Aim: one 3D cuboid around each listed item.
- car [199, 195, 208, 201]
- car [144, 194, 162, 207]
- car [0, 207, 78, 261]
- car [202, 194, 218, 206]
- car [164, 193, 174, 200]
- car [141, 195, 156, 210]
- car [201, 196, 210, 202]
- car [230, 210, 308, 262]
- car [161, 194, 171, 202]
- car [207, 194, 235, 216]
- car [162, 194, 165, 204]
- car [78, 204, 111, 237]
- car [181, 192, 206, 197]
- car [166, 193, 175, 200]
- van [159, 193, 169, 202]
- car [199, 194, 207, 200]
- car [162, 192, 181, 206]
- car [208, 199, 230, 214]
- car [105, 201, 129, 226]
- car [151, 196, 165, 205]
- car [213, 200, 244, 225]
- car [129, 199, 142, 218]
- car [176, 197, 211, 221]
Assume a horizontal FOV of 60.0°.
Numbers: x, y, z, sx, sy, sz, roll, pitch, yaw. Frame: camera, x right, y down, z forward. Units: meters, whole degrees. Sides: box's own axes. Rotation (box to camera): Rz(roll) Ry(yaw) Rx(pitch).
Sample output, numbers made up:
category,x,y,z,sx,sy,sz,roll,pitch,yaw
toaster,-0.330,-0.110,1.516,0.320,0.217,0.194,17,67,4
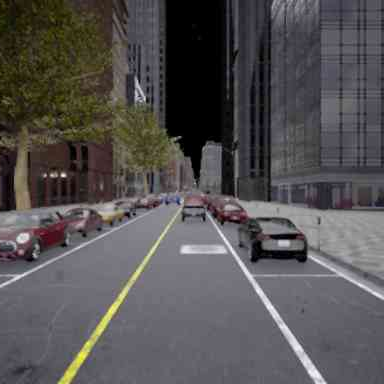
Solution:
category,x,y,z,sx,sy,sz,roll,pitch,yaw
car,2.774,1.380,79.423,1.887,1.381,4.507,0,0,0
car,-5.796,1.181,45.610,2.192,1.841,5.009,0,0,0
car,-5.841,1.394,11.773,1.967,1.590,4.097,0,0,0
car,2.738,1.172,51.229,2.192,1.841,5.009,0,0,0
car,-5.743,1.144,85.088,2.192,1.841,5.009,0,0,0
car,-5.804,1.423,39.971,1.887,1.381,4.507,0,0,0
car,2.759,1.420,68.145,1.802,1.307,4.206,0,0,0
car,2.684,1.524,11.757,1.947,1.339,4.313,0,0,0
car,-5.759,1.272,73.808,1.967,1.590,4.097,0,0,0
car,2.707,1.225,28.674,2.192,1.841,5.009,0,0,0
car,-5.788,1.418,51.251,1.947,1.339,4.313,0,0,0
car,-5.834,1.518,17.414,1.802,1.307,4.206,0,0,0
car,0.151,1.111,38.416,2.150,2.045,5.566,0,1,0
car,-5.735,1.143,90.726,2.192,1.841,5.009,0,0,0
van,-5.766,1.174,68.168,1.690,1.788,3.998,0,0,0
car,2.782,1.273,85.062,1.967,1.590,4.097,0,0,0
car,-2.998,1.072,52.483,2.150,2.045,5.566,0,0,1
car,2.714,1.462,34.312,1.947,1.339,4.313,0,0,0
car,-5.826,1.446,22.882,1.752,1.417,4.829,0,0,0
car,-5.781,1.423,56.889,1.802,1.307,4.206,0,0,0
car,2.698,1.469,23.035,1.887,1.381,4.507,0,0,0
car,-5.819,1.471,28.693,1.947,1.339,4.313,0,0,0
car,0.132,1.407,26.138,2.128,1.511,4.902,0,0,0
